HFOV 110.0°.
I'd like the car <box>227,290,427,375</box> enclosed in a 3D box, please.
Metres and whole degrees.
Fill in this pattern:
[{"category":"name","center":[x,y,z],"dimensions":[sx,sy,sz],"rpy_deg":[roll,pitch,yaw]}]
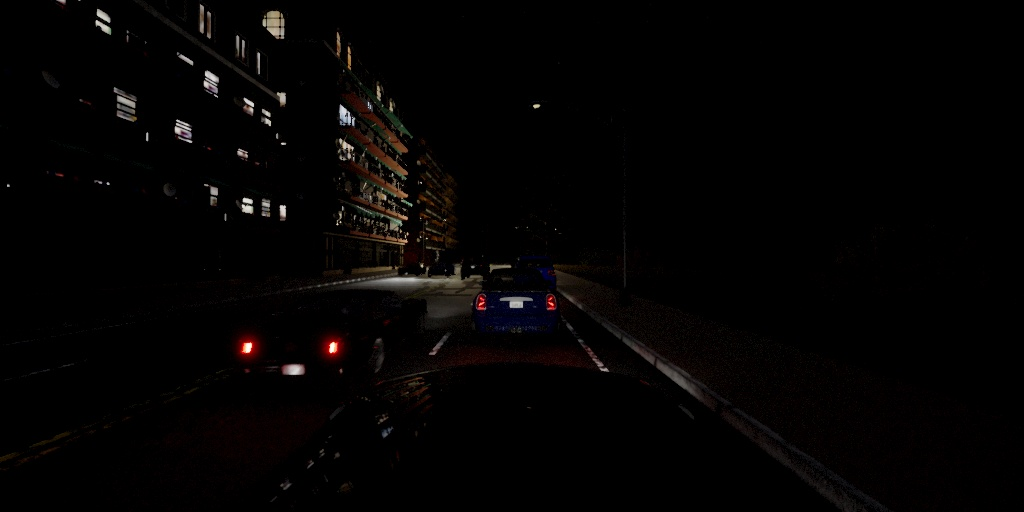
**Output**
[{"category":"car","center":[-3.156,1.351,7.410],"dimensions":[1.895,1.301,4.718],"rpy_deg":[0,0,0]}]

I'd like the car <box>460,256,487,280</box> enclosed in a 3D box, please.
[{"category":"car","center":[-3.157,0.975,31.664],"dimensions":[2.150,2.045,5.566],"rpy_deg":[0,0,0]}]

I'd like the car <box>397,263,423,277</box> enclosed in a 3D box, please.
[{"category":"car","center":[-9.859,1.353,35.688],"dimensions":[1.895,1.301,4.718],"rpy_deg":[0,0,0]}]

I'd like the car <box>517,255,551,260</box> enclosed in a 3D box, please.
[{"category":"car","center":[1.132,0.977,19.703],"dimensions":[2.150,2.045,5.566],"rpy_deg":[0,0,0]}]

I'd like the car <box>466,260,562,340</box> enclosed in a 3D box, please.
[{"category":"car","center":[0.095,1.103,10.128],"dimensions":[2.097,1.767,4.553],"rpy_deg":[0,0,0]}]

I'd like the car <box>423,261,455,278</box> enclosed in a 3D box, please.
[{"category":"car","center":[-6.609,1.230,33.833],"dimensions":[1.882,1.535,5.008],"rpy_deg":[0,0,0]}]
